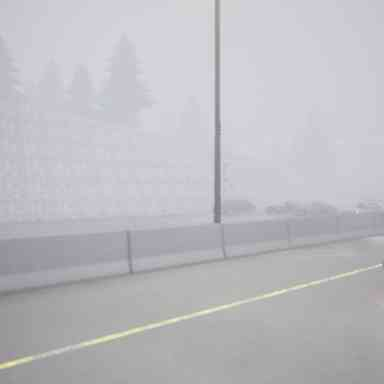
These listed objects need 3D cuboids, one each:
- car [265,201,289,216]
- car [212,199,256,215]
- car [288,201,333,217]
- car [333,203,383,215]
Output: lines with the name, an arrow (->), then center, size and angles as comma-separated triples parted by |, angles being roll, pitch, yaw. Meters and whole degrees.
car -> 9.181, 1.542, 31.930 | 4.718, 1.301, 1.895 | 0, 0, -35
car -> 4.137, 1.453, 32.672 | 4.892, 1.490, 1.837 | 1, 0, -35
car -> 10.697, 1.508, 28.726 | 4.181, 1.385, 1.994 | 0, 0, -35
car -> 13.638, 1.544, 26.504 | 4.718, 1.301, 1.895 | 0, 0, -35
